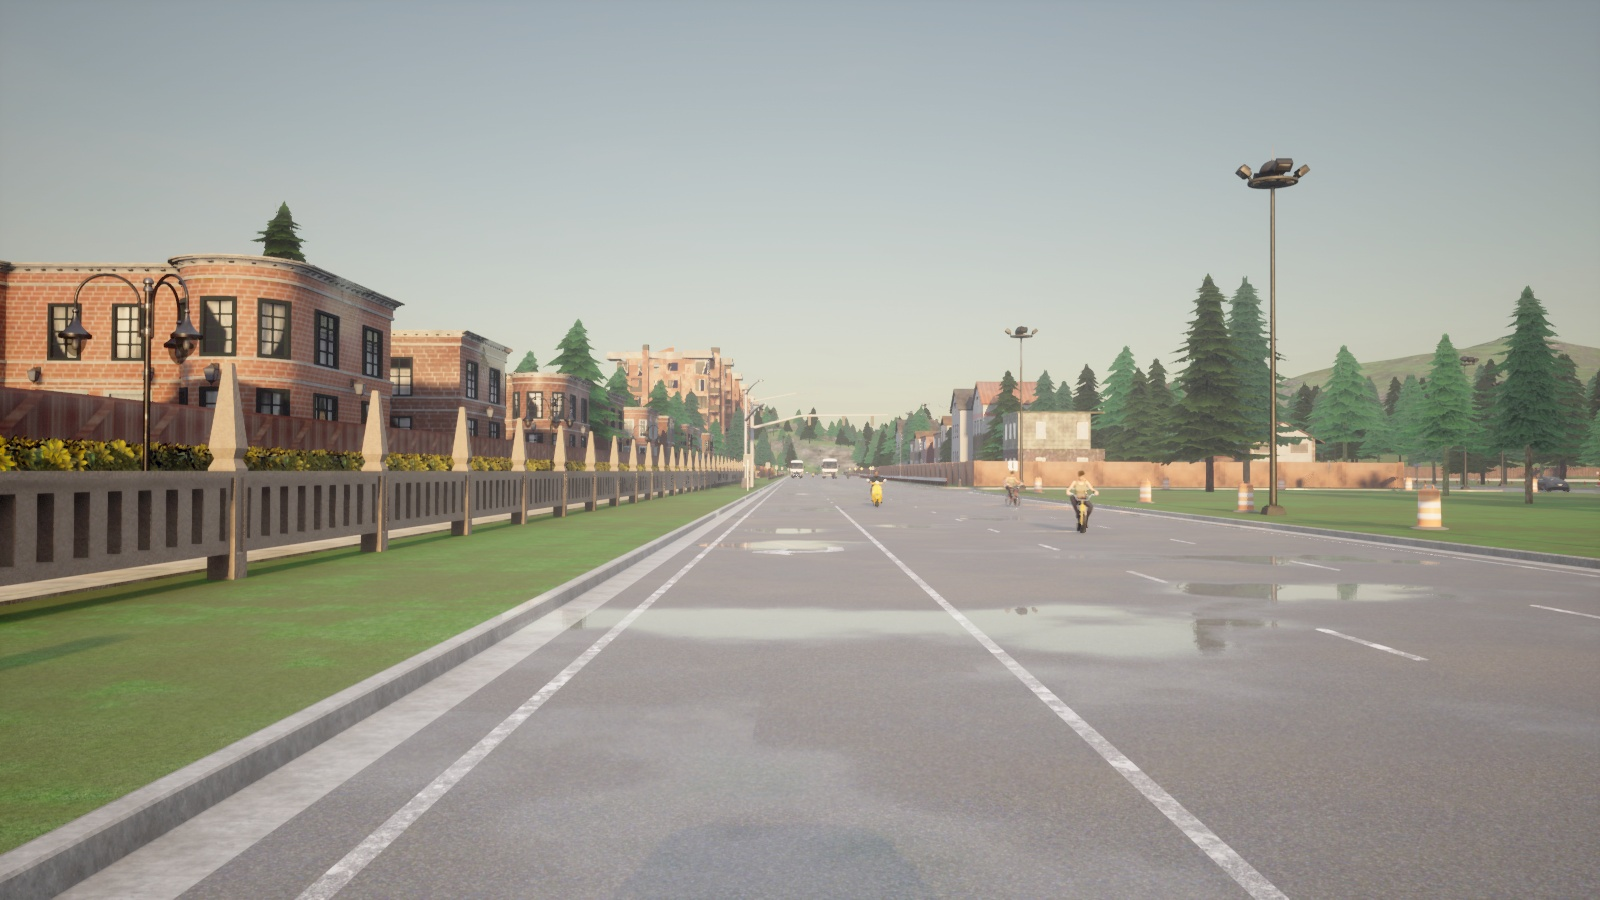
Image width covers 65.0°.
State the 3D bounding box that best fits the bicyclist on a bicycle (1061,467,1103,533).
[{"bbox_3d":[7.175,1.259,31.992,0.866,1.612,1.509,1,-1,6],"label":"bicyclist on a bicycle"}]

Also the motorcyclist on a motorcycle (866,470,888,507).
[{"bbox_3d":[3.373,1.677,55.018,0.866,1.590,1.817,0,-1,0],"label":"motorcyclist on a motorcycle"}]
